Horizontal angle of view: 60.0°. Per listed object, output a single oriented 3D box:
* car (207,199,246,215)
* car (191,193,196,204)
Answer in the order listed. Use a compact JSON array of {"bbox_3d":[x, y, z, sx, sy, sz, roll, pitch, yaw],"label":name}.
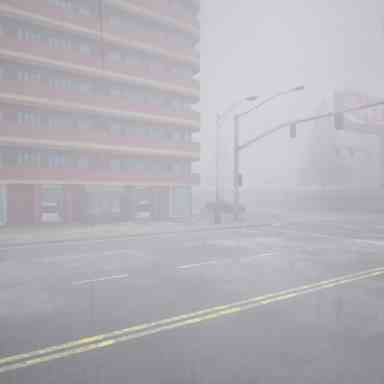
[{"bbox_3d":[3.522,1.477,34.793,1.882,1.535,5.008,0,0,-34],"label":"car"},{"bbox_3d":[-1.456,1.221,61.344,2.150,2.045,5.566,0,0,-34],"label":"car"}]
